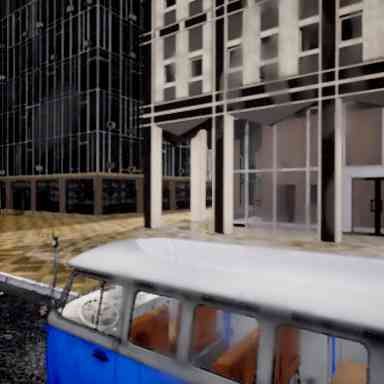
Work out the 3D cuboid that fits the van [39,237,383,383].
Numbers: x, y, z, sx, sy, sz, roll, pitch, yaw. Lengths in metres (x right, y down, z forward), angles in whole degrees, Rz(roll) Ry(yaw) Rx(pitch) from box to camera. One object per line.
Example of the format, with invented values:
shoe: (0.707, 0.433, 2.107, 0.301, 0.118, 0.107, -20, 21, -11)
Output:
van: (0.521, 1.345, 2.492, 3.998, 1.788, 1.690, 0, 0, 36)
